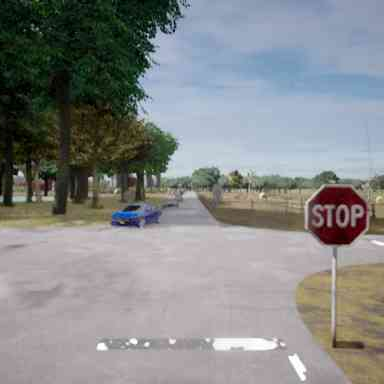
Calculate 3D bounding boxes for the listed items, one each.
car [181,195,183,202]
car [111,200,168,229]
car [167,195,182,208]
[{"bbox_3d":[-2.761,1.377,69.125,2.033,1.411,5.357,0,0,0],"label":"car"},{"bbox_3d":[-3.414,1.471,21.580,1.882,1.535,5.008,1,1,14],"label":"car"},{"bbox_3d":[-2.757,1.521,45.225,1.994,1.385,4.181,0,1,0],"label":"car"}]
